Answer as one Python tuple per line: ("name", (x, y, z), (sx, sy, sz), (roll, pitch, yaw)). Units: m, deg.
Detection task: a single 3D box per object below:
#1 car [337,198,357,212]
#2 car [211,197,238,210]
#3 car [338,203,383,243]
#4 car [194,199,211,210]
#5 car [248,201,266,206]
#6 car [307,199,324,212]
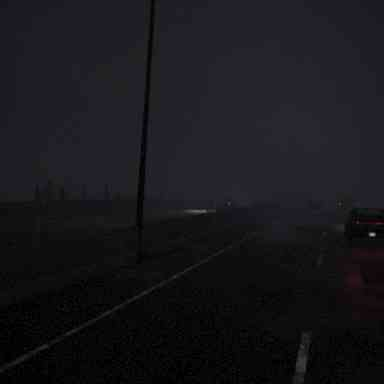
("car", (17.854, 1.452, 38.359), (2.097, 1.767, 4.553), (0, -2, 23))
("car", (4.495, 1.487, 43.084), (2.097, 1.767, 4.553), (0, -2, 23))
("car", (8.184, 1.482, 15.556), (2.128, 1.511, 4.902), (0, 0, 23))
("car", (1.843, 1.686, 45.762), (2.128, 1.511, 4.902), (0, -2, 23))
("car", (8.723, 1.802, 44.027), (1.895, 1.301, 4.718), (0, -2, 23))
("car", (15.481, 1.668, 41.745), (1.882, 1.535, 5.008), (0, -3, 22))
